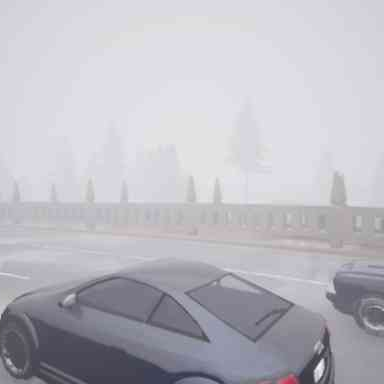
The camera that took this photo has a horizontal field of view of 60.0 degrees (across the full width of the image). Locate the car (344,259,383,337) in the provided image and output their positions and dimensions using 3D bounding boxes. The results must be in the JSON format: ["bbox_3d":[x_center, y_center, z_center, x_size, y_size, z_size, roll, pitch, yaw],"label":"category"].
[{"bbox_3d":[4.571,1.571,4.896,4.718,1.301,1.895,0,0,36],"label":"car"}]

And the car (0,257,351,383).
[{"bbox_3d":[-0.531,1.551,4.088,4.181,1.385,1.994,0,0,34],"label":"car"}]
